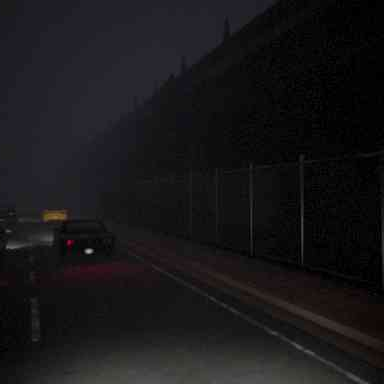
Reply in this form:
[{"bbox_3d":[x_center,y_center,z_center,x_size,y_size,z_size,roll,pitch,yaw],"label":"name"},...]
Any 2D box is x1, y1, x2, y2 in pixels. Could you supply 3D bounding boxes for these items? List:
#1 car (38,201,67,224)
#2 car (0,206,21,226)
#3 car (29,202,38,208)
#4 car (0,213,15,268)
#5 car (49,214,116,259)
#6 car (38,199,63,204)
[{"bbox_3d":[-11.535,1.793,27.709,1.882,1.535,5.008,0,0,-26],"label":"car"},{"bbox_3d":[-14.355,1.779,25.502,2.128,1.511,4.902,0,-1,-26],"label":"car"},{"bbox_3d":[-28.626,2.311,63.318,1.895,1.301,4.718,0,-1,15],"label":"car"},{"bbox_3d":[-7.298,1.673,11.156,2.033,1.411,5.357,0,-1,-26],"label":"car"},{"bbox_3d":[-4.477,1.755,13.369,1.895,1.301,4.718,0,-1,-26],"label":"car"},{"bbox_3d":[-25.527,2.050,61.427,2.097,1.767,4.553,0,-1,16],"label":"car"}]
